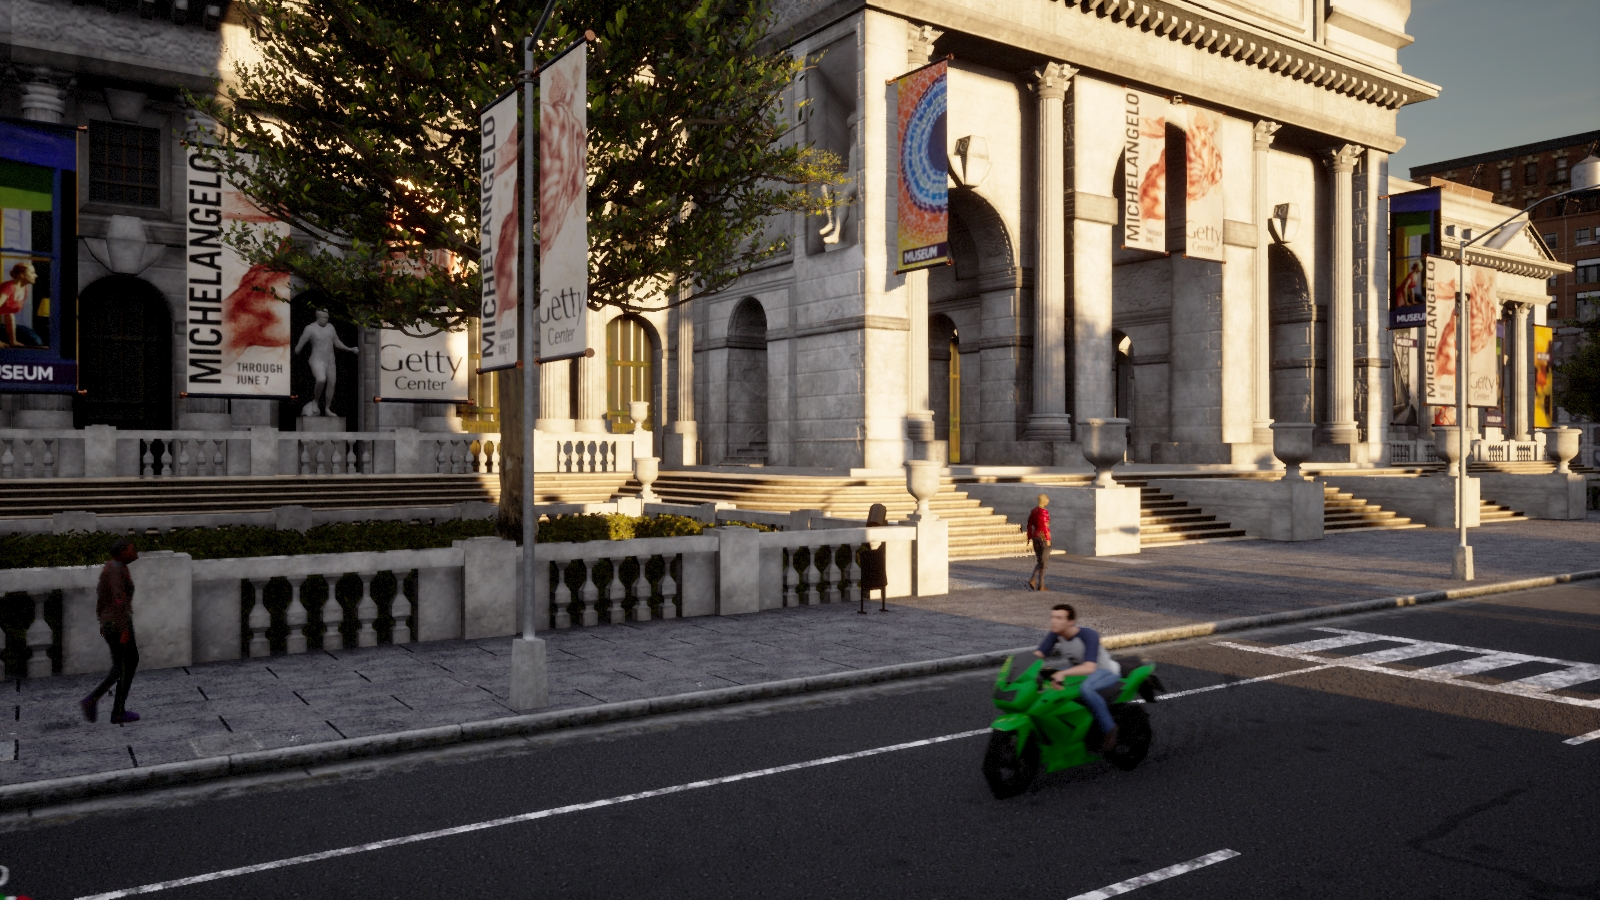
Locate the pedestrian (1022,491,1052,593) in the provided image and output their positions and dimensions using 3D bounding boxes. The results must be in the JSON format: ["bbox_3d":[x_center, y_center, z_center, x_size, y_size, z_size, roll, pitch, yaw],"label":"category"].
[{"bbox_3d":[4.397,1.696,21.199,0.375,1.860,0.375,0,0,-32],"label":"pedestrian"}]

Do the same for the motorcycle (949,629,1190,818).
[{"bbox_3d":[2.280,2.213,9.559,2.033,1.145,0.803,0,0,-34],"label":"motorcycle"}]

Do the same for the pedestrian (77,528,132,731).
[{"bbox_3d":[-6.659,1.696,10.943,0.375,1.860,0.375,0,0,-45],"label":"pedestrian"}]

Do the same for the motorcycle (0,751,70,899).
[{"bbox_3d":[-4.324,2.182,5.063,1.805,1.236,0.856,0,0,-35],"label":"motorcycle"}]
